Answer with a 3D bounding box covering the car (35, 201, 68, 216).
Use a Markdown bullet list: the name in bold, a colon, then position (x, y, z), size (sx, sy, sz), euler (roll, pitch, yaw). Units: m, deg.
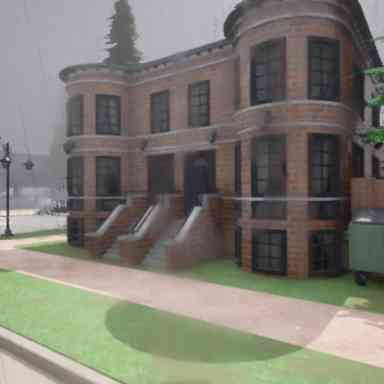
- **car**: position (-13.895, 1.679, 34.712), size (2.128, 1.511, 4.902), euler (0, 0, 33)
